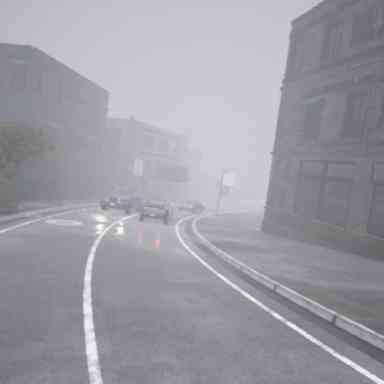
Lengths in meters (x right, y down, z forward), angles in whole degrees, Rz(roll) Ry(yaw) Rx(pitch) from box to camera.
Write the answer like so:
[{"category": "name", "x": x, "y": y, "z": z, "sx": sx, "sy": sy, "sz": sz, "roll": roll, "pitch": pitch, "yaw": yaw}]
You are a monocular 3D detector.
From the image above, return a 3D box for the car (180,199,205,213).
[{"category": "car", "x": 0.013, "y": 1.555, "z": 37.432, "sx": 2.033, "sy": 1.411, "sz": 5.357, "roll": 9, "pitch": 1, "yaw": 17}]

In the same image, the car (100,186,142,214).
[{"category": "car", "x": -5.492, "y": 0.557, "z": 26.919, "sx": 2.150, "sy": 2.045, "sz": 5.566, "roll": 7, "pitch": 0, "yaw": 6}]

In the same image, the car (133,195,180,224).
[{"category": "car", "x": -2.354, "y": 1.256, "z": 23.070, "sx": 2.128, "sy": 1.511, "sz": 4.902, "roll": 7, "pitch": 0, "yaw": 2}]
